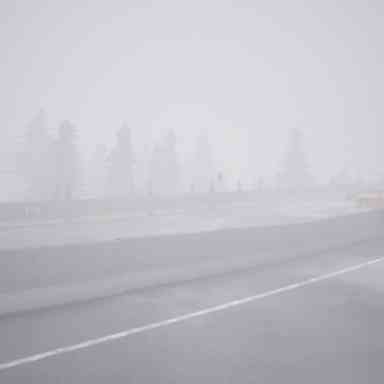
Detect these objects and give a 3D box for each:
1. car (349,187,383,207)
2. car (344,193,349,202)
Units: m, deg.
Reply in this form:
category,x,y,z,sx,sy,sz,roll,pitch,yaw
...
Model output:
category,x,y,z,sx,sy,sz,roll,pitch,yaw
car,15.781,0.351,28.137,5.008,1.535,1.882,-4,2,-35
car,17.356,0.250,33.555,4.718,1.301,1.895,-4,2,-35
